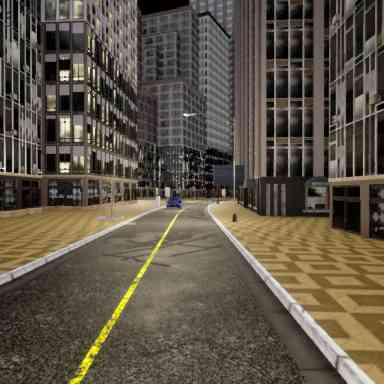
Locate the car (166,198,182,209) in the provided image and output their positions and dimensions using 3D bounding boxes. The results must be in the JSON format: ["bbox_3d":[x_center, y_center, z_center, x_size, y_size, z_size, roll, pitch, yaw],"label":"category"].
[{"bbox_3d":[-2.437,1.543,46.235,1.882,1.535,5.008,0,0,3],"label":"car"}]
